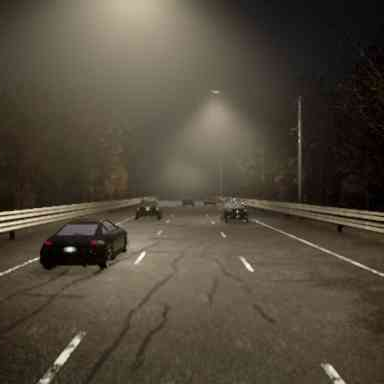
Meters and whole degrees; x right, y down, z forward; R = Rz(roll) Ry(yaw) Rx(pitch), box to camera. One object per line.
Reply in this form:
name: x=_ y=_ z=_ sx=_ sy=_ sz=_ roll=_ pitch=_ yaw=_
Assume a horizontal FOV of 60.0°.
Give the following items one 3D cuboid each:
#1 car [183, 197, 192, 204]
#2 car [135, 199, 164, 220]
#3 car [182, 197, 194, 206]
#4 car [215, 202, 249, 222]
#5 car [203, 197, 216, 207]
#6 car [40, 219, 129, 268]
car: x=-1.034 y=1.722 z=71.425 sx=1.994 sy=1.385 sz=4.181 roll=0 pitch=0 yaw=-2
car: x=-3.590 y=1.426 z=29.020 sx=2.097 sy=1.767 sz=4.553 roll=0 pitch=0 yaw=-1
car: x=-0.580 y=1.627 z=56.539 sx=2.128 sy=1.511 sz=4.902 roll=0 pitch=0 yaw=0
car: x=3.349 y=1.601 z=26.870 sx=2.128 sy=1.511 sz=4.902 roll=0 pitch=0 yaw=0
car: x=2.888 y=1.674 z=54.611 sx=1.837 sy=1.490 sz=4.892 roll=0 pitch=-1 yaw=-1
car: x=-3.439 y=1.594 z=11.349 sx=1.994 sy=1.385 sz=4.181 roll=0 pitch=0 yaw=0
